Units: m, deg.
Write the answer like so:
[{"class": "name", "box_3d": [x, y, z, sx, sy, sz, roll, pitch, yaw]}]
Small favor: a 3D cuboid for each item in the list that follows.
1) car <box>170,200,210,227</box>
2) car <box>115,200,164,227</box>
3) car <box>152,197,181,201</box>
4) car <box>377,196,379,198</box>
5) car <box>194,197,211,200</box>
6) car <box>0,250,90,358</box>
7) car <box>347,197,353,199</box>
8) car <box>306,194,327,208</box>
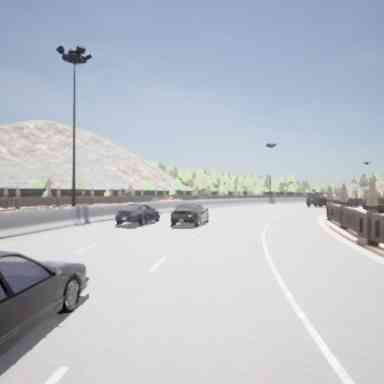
[{"class": "car", "box_3d": [-0.058, 1.513, 22.990, 1.837, 1.490, 4.892, 0, 0, 15]}, {"class": "car", "box_3d": [-3.668, 1.515, 23.031, 1.812, 1.442, 4.674, 0, 0, 14]}, {"class": "car", "box_3d": [-3.548, 1.477, 51.116, 1.882, 1.535, 5.008, 0, 0, 30]}, {"class": "car", "box_3d": [42.503, 1.582, 77.408, 5.008, 1.535, 1.882, 0, 0, -44]}, {"class": "car", "box_3d": [1.661, 1.531, 52.943, 1.837, 1.490, 4.892, 0, 0, 33]}, {"class": "car", "box_3d": [-3.198, 1.533, 4.548, 2.033, 1.411, 5.357, 0, 0, 4]}, {"class": "car", "box_3d": [31.136, 1.689, 66.081, 4.902, 1.511, 2.128, 0, 0, -44]}, {"class": "car", "box_3d": [19.736, 1.340, 52.254, 2.150, 2.045, 5.566, 0, 0, 38]}]
